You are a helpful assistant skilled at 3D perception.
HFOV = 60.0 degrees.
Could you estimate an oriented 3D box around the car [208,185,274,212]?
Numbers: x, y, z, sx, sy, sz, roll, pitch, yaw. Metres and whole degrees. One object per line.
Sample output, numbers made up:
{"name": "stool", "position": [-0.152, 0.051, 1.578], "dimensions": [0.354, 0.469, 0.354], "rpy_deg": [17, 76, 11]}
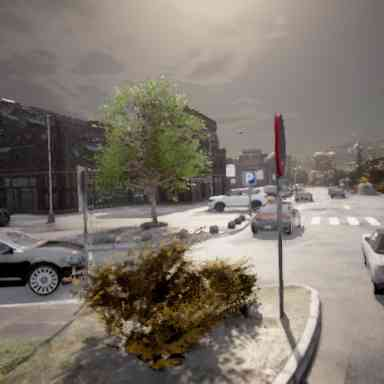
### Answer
{"name": "car", "position": [4.261, 0.700, 30.866], "dimensions": [5.566, 2.045, 2.435], "rpy_deg": [-2, 1, 1]}

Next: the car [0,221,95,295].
{"name": "car", "position": [-5.007, 1.675, 8.355], "dimensions": [4.902, 1.511, 2.128], "rpy_deg": [-2, 1, -7]}

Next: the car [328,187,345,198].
{"name": "car", "position": [21.214, 0.152, 48.416], "dimensions": [1.812, 1.442, 4.674], "rpy_deg": [-1, 1, 21]}

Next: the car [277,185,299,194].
{"name": "car", "position": [22.673, -0.596, 78.479], "dimensions": [4.553, 1.767, 2.185], "rpy_deg": [-2, 0, 1]}

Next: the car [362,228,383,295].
{"name": "car", "position": [5.276, 1.517, 8.091], "dimensions": [1.895, 1.301, 4.718], "rpy_deg": [-1, 1, 24]}

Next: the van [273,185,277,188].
{"name": "van", "position": [8.476, 0.384, 42.089], "dimensions": [4.442, 1.987, 1.878], "rpy_deg": [-2, 1, 1]}

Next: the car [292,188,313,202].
{"name": "car", "position": [14.006, 0.537, 41.412], "dimensions": [1.994, 1.385, 4.181], "rpy_deg": [-1, 1, 21]}

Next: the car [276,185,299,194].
{"name": "car", "position": [21.589, -0.518, 75.682], "dimensions": [4.553, 1.767, 2.185], "rpy_deg": [-2, 0, 1]}

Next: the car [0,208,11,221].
{"name": "car", "position": [-13.578, 1.435, 20.614], "dimensions": [2.435, 2.045, 5.566], "rpy_deg": [-2, 0, 0]}

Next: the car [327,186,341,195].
{"name": "car", "position": [25.674, -0.232, 60.162], "dimensions": [2.128, 1.511, 4.902], "rpy_deg": [-1, 1, 21]}

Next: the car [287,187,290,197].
{"name": "car", "position": [11.851, 0.386, 50.498], "dimensions": [4.674, 1.452, 2.002], "rpy_deg": [-2, 1, 1]}

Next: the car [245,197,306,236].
{"name": "car", "position": [4.427, 1.257, 17.083], "dimensions": [1.812, 1.442, 4.674], "rpy_deg": [-1, 1, 26]}

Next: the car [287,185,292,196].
{"name": "car", "position": [12.963, 0.134, 53.288], "dimensions": [4.553, 1.767, 2.185], "rpy_deg": [-2, 1, 1]}

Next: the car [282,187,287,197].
{"name": "car", "position": [9.690, 0.518, 44.890], "dimensions": [5.008, 1.535, 2.097], "rpy_deg": [-2, 1, 1]}

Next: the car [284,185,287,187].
{"name": "car", "position": [10.729, 0.307, 47.703], "dimensions": [4.553, 1.767, 2.185], "rpy_deg": [-2, 1, 1]}

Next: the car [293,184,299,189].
{"name": "car", "position": [16.212, -0.244, 61.690], "dimensions": [5.566, 2.045, 2.435], "rpy_deg": [-2, 0, 1]}

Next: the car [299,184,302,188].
{"name": "car", "position": [19.464, -0.488, 70.096], "dimensions": [5.566, 2.045, 2.435], "rpy_deg": [-3, 0, 1]}

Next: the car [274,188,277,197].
{"name": "car", "position": [6.633, 0.766, 36.487], "dimensions": [5.366, 1.575, 1.946], "rpy_deg": [-2, 1, 1]}

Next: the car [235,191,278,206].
{"name": "car", "position": [7.521, 0.731, 39.297], "dimensions": [4.674, 1.452, 2.002], "rpy_deg": [-2, 1, 1]}

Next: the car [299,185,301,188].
{"name": "car", "position": [18.554, -0.166, 67.285], "dimensions": [5.366, 1.575, 1.946], "rpy_deg": [-2, 0, 1]}
